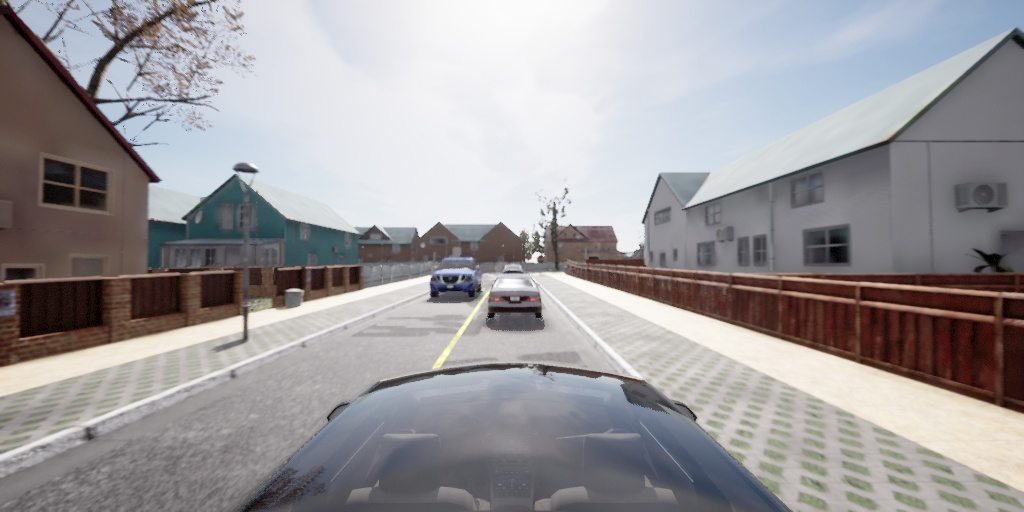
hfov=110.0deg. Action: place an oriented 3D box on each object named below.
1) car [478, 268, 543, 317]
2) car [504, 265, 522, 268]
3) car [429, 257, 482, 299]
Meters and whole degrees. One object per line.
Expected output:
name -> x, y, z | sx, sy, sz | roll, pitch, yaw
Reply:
car -> 0.094, 1.358, 13.361 | 2.033, 1.411, 5.357 | 0, 0, 0
car -> 0.092, 1.438, 28.915 | 1.837, 1.490, 4.892 | 0, -1, 0
car -> -2.848, 1.074, 19.281 | 2.150, 2.045, 5.566 | 0, 0, 0
